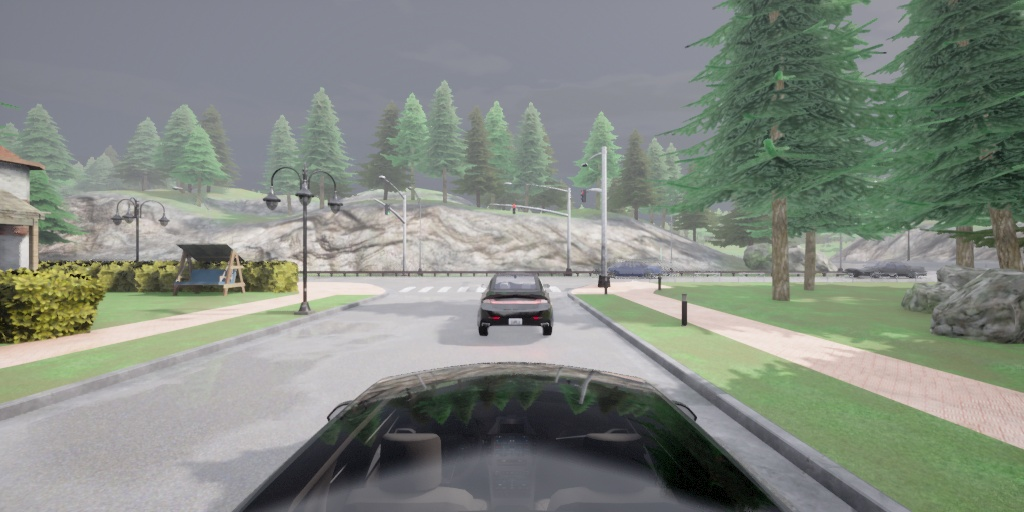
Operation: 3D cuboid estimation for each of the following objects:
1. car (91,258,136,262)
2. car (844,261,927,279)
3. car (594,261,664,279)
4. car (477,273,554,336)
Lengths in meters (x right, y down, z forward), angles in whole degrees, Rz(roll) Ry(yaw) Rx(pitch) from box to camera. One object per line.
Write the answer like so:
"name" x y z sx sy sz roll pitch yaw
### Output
"car" -28.071 0.939 25.915 4.553 1.767 2.097 0 0 0
"car" 30.525 1.135 29.384 5.357 1.411 2.033 0 0 0
"car" 9.555 1.135 29.524 5.357 1.411 2.033 0 0 0
"car" 0.098 1.241 10.383 2.128 1.511 4.902 0 0 1
